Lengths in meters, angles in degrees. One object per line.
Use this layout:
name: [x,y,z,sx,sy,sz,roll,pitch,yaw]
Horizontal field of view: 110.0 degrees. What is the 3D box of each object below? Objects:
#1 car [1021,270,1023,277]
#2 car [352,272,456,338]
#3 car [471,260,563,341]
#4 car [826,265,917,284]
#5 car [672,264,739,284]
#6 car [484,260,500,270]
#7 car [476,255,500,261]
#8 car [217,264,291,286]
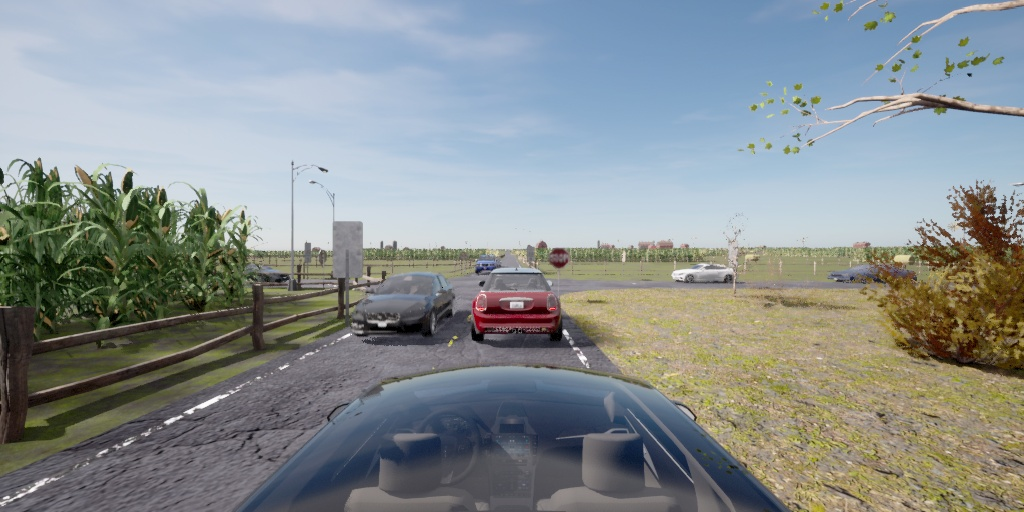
car: [42.324,1.076,27.045,5.566,2.045,2.150,1,0,0]
car: [-2.818,1.253,10.290,1.837,1.490,4.892,0,0,1]
car: [0.110,1.100,10.017,2.097,1.767,4.553,0,0,0]
car: [27.090,1.356,27.070,5.357,1.411,2.033,0,0,0]
car: [14.541,1.298,27.057,4.674,1.442,1.812,0,0,0]
car: [-2.772,1.244,50.668,1.994,1.385,4.181,0,0,0]
car: [-2.821,0.927,40.742,2.150,2.045,5.566,0,0,1]
car: [-17.252,1.254,24.065,4.181,1.385,1.994,0,0,0]
